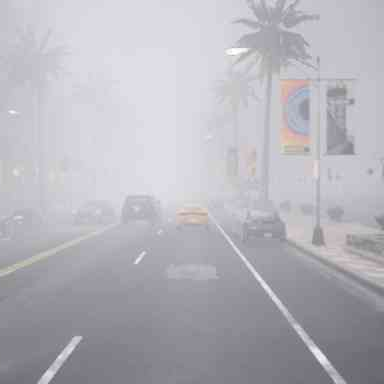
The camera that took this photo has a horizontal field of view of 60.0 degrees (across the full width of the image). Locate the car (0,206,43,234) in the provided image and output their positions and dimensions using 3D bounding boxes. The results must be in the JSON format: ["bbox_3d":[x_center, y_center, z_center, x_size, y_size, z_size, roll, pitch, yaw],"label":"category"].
[{"bbox_3d":[-10.626,1.530,19.356,2.033,1.411,5.357,0,0,0],"label":"car"}]

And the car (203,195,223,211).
[{"bbox_3d":[3.035,1.305,45.212,2.185,1.767,4.553,0,0,0],"label":"car"}]

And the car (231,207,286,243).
[{"bbox_3d":[3.066,1.463,15.837,2.231,1.521,4.892,0,0,0],"label":"car"}]

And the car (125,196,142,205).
[{"bbox_3d":[-10.484,1.432,60.318,2.128,1.511,4.902,0,0,1],"label":"car"}]

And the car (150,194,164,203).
[{"bbox_3d":[-6.899,1.283,65.780,2.097,1.767,4.553,0,0,1],"label":"car"}]

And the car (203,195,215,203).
[{"bbox_3d":[3.312,1.440,67.142,2.161,1.482,4.786,0,0,0],"label":"car"}]

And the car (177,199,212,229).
[{"bbox_3d":[0.069,1.455,21.353,1.882,1.535,5.008,0,0,0],"label":"car"}]

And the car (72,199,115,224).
[{"bbox_3d":[-7.131,1.328,24.469,2.097,1.767,4.553,0,0,0],"label":"car"}]

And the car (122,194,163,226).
[{"bbox_3d":[-3.432,1.197,23.303,2.150,2.045,5.566,0,0,0],"label":"car"}]
